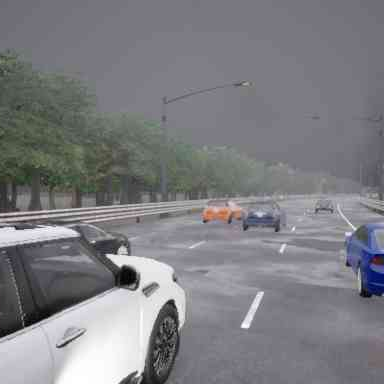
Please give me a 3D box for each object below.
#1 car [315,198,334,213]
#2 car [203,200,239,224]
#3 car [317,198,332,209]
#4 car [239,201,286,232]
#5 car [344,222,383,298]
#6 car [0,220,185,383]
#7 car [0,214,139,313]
[{"bbox_3d":[14.696,1.553,36.939,2.033,1.411,5.357,0,0,22],"label":"car"},{"bbox_3d":[2.415,1.351,24.775,2.097,1.767,4.553,0,0,21],"label":"car"},{"bbox_3d":[18.594,1.539,46.536,1.812,1.442,4.674,0,0,24],"label":"car"},{"bbox_3d":[4.566,1.353,20.563,2.097,1.767,4.553,0,0,21],"label":"car"},{"bbox_3d":[4.968,1.478,8.208,1.882,1.535,5.008,0,0,19],"label":"car"},{"bbox_3d":[-1.862,1.222,2.560,2.150,2.045,5.566,0,0,19],"label":"car"},{"bbox_3d":[-3.410,1.504,8.791,1.837,1.490,4.892,0,0,19],"label":"car"}]
